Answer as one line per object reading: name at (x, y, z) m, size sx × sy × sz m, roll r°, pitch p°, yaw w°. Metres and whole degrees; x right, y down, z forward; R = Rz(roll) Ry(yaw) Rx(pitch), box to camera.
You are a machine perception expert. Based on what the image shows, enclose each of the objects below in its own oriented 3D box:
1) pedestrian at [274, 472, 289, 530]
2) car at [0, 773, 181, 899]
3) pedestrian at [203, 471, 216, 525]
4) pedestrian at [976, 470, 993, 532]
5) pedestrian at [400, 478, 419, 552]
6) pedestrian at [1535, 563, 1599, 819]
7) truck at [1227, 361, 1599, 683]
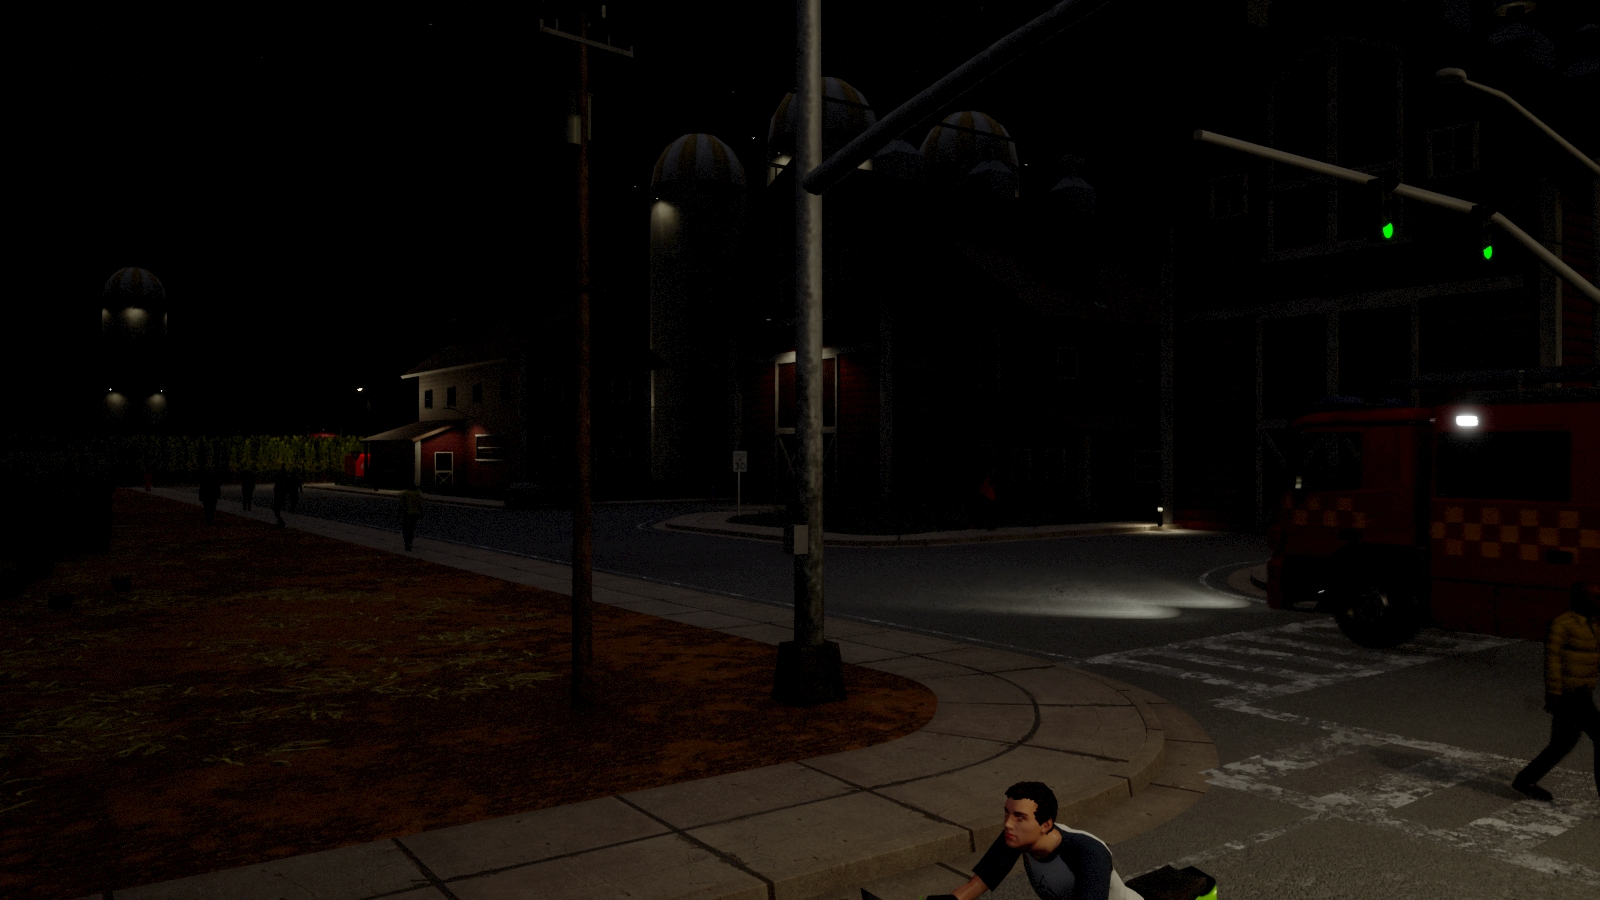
pedestrian at (-16.935, 1.666, 37.320) m, size 0.375 × 1.860 × 0.375 m, roll 0°, pitch 0°, yaw -40°
car at (-3.384, 1.906, 1.453) m, size 4.553 × 1.767 × 2.097 m, roll 0°, pitch 0°, yaw -35°
pedestrian at (-20.460, 1.666, 39.601) m, size 0.375 × 1.860 × 0.375 m, roll 0°, pitch 0°, yaw -24°
pedestrian at (5.592, 1.535, 34.603) m, size 0.375 × 1.860 × 0.375 m, roll 0°, pitch 0°, yaw -21°
pedestrian at (-10.023, 1.665, 29.325) m, size 0.375 × 1.860 × 0.375 m, roll 0°, pitch 0°, yaw -33°
pedestrian at (5.943, 1.828, 8.790) m, size 0.375 × 1.860 × 0.375 m, roll 0°, pitch 0°, yaw -36°
truck at (10.249, 0.858, 15.022) m, size 2.891 × 3.827 × 8.468 m, roll 0°, pitch 0°, yaw -36°
